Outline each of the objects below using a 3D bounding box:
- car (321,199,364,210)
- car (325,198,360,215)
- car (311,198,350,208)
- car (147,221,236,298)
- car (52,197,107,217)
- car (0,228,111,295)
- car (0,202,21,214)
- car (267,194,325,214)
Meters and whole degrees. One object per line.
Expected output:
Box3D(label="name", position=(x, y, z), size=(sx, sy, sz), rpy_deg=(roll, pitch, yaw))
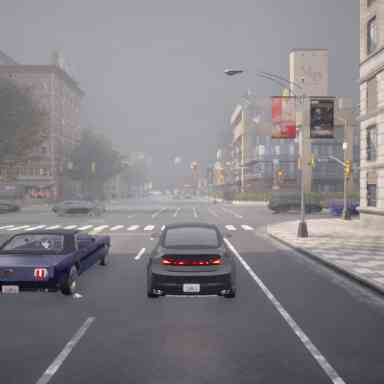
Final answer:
Box3D(label="car", position=(19.325, 1.601, 42.839), size=(4.718, 1.301, 1.895), rpy_deg=(0, 0, 0))
Box3D(label="car", position=(15.560, 1.477, 31.121), size=(5.008, 1.535, 1.882), rpy_deg=(0, 0, 0))
Box3D(label="car", position=(19.282, 1.526, 46.338), size=(4.674, 1.442, 1.812), rpy_deg=(0, 0, 0))
Box3D(label="car", position=(-0.019, 1.505, 8.497), size=(1.837, 1.490, 4.892), rpy_deg=(0, 0, 0))
Box3D(label="car", position=(-10.401, 1.492, 30.934), size=(4.902, 1.511, 2.128), rpy_deg=(0, 0, 0))
Box3D(label="car", position=(-3.518, 1.601, 8.675), size=(1.895, 1.301, 4.718), rpy_deg=(0, 0, 0))
Box3D(label="car", position=(-20.852, 1.547, 34.494), size=(5.357, 1.411, 2.033), rpy_deg=(0, 0, -4))
Box3D(label="car", position=(10.596, 1.221, 34.584), size=(5.566, 2.045, 2.150), rpy_deg=(0, 0, 0))
